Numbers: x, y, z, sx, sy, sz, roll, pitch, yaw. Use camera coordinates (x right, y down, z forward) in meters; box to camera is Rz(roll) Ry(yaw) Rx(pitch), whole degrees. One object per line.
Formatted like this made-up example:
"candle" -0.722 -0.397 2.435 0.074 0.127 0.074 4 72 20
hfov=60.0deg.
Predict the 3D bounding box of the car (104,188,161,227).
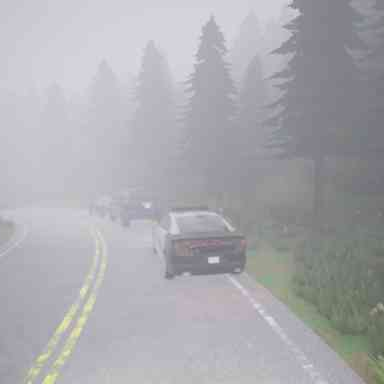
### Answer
"car" -3.396 0.798 19.569 2.150 2.045 5.566 -3 2 -25

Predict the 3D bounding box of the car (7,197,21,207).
"car" -23.082 1.352 41.347 4.718 1.301 1.895 -1 4 43

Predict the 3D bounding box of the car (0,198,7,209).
"car" -22.266 1.474 36.108 4.674 1.442 1.812 -1 4 43

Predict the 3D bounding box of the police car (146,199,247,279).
"police car" -0.066 1.194 9.612 1.930 1.638 5.238 -1 1 -12

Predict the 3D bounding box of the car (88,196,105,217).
"car" -6.426 1.028 25.138 1.812 1.442 4.674 -4 2 -32
